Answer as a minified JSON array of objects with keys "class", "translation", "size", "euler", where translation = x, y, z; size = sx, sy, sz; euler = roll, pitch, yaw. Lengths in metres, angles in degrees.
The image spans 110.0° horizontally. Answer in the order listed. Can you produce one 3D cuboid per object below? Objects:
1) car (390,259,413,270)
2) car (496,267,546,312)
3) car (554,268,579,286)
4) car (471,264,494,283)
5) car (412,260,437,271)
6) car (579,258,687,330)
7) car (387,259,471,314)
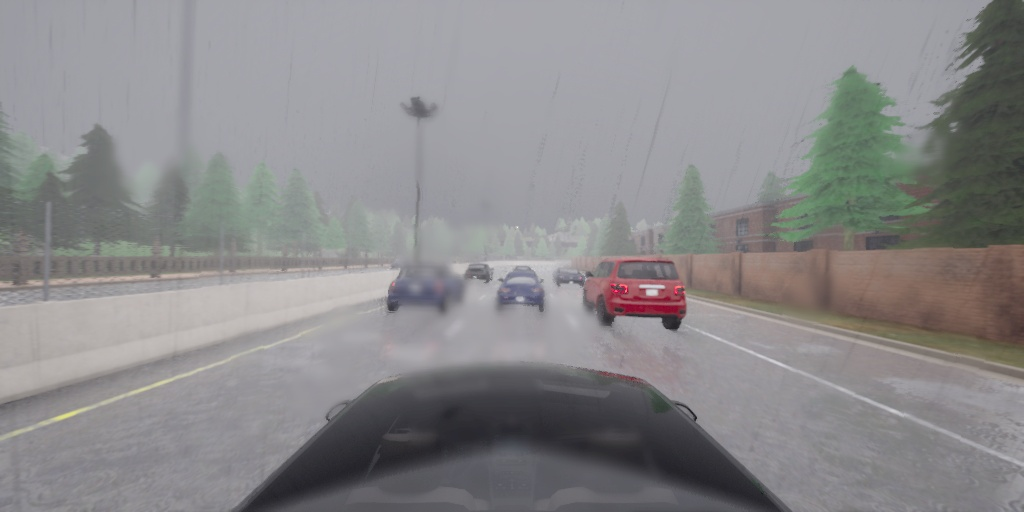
[{"class":"car","translation":[-16.031,1.221,52.241],"size":[1.812,1.442,4.674],"euler":[1,0,2]},{"class":"car","translation":[0.395,1.363,14.730],"size":[1.812,1.442,4.674],"euler":[1,0,2]},{"class":"car","translation":[4.305,1.604,27.676],"size":[1.895,1.301,4.718],"euler":[1,0,2]},{"class":"car","translation":[-2.631,1.365,29.438],"size":[1.837,1.490,4.892],"euler":[1,0,2]},{"class":"car","translation":[-12.544,1.319,51.894],"size":[2.033,1.411,5.357],"euler":[1,0,2]},{"class":"car","translation":[3.792,1.111,11.982],"size":[2.150,2.045,5.566],"euler":[1,-1,3]},{"class":"car","translation":[-3.127,1.105,14.038],"size":[2.097,1.767,4.553],"euler":[1,0,2]}]
